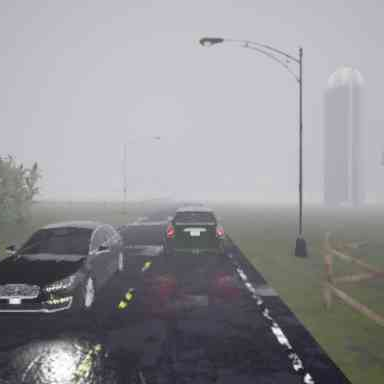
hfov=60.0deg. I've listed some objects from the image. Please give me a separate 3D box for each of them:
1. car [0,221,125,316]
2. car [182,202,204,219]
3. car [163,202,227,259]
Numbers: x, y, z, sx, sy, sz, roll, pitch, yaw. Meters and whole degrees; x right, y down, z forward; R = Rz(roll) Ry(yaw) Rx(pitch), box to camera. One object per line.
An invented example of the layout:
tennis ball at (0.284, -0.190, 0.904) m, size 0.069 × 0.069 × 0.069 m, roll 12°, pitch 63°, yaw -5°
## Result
car at (-2.844, 1.506, 7.776) m, size 1.837 × 1.490 × 4.892 m, roll 0°, pitch 0°, yaw 0°
car at (0.108, 1.618, 30.719) m, size 1.895 × 1.301 × 4.718 m, roll 0°, pitch 0°, yaw 0°
car at (0.103, 1.355, 12.807) m, size 2.097 × 1.767 × 4.553 m, roll 0°, pitch 0°, yaw 0°
